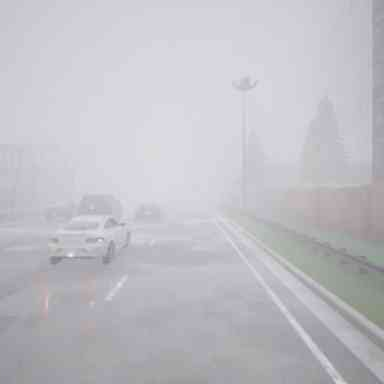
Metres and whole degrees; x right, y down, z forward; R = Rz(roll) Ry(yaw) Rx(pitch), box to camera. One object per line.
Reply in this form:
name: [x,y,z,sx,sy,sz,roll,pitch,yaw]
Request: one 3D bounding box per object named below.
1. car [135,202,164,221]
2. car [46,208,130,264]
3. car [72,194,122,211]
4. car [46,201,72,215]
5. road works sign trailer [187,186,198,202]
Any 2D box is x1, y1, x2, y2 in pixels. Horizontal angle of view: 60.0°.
car: [-3.395,1.536,27.076,1.994,1.385,4.181,0,0,0]
car: [-3.412,1.514,11.658,1.812,1.442,4.674,0,0,0]
car: [-6.895,1.195,25.435,2.150,2.045,5.566,0,0,0]
car: [-10.408,1.498,27.413,1.812,1.442,4.674,0,0,0]
road works sign trailer: [0.014,0.389,72.011,2.380,3.560,2.880,0,0,0]
